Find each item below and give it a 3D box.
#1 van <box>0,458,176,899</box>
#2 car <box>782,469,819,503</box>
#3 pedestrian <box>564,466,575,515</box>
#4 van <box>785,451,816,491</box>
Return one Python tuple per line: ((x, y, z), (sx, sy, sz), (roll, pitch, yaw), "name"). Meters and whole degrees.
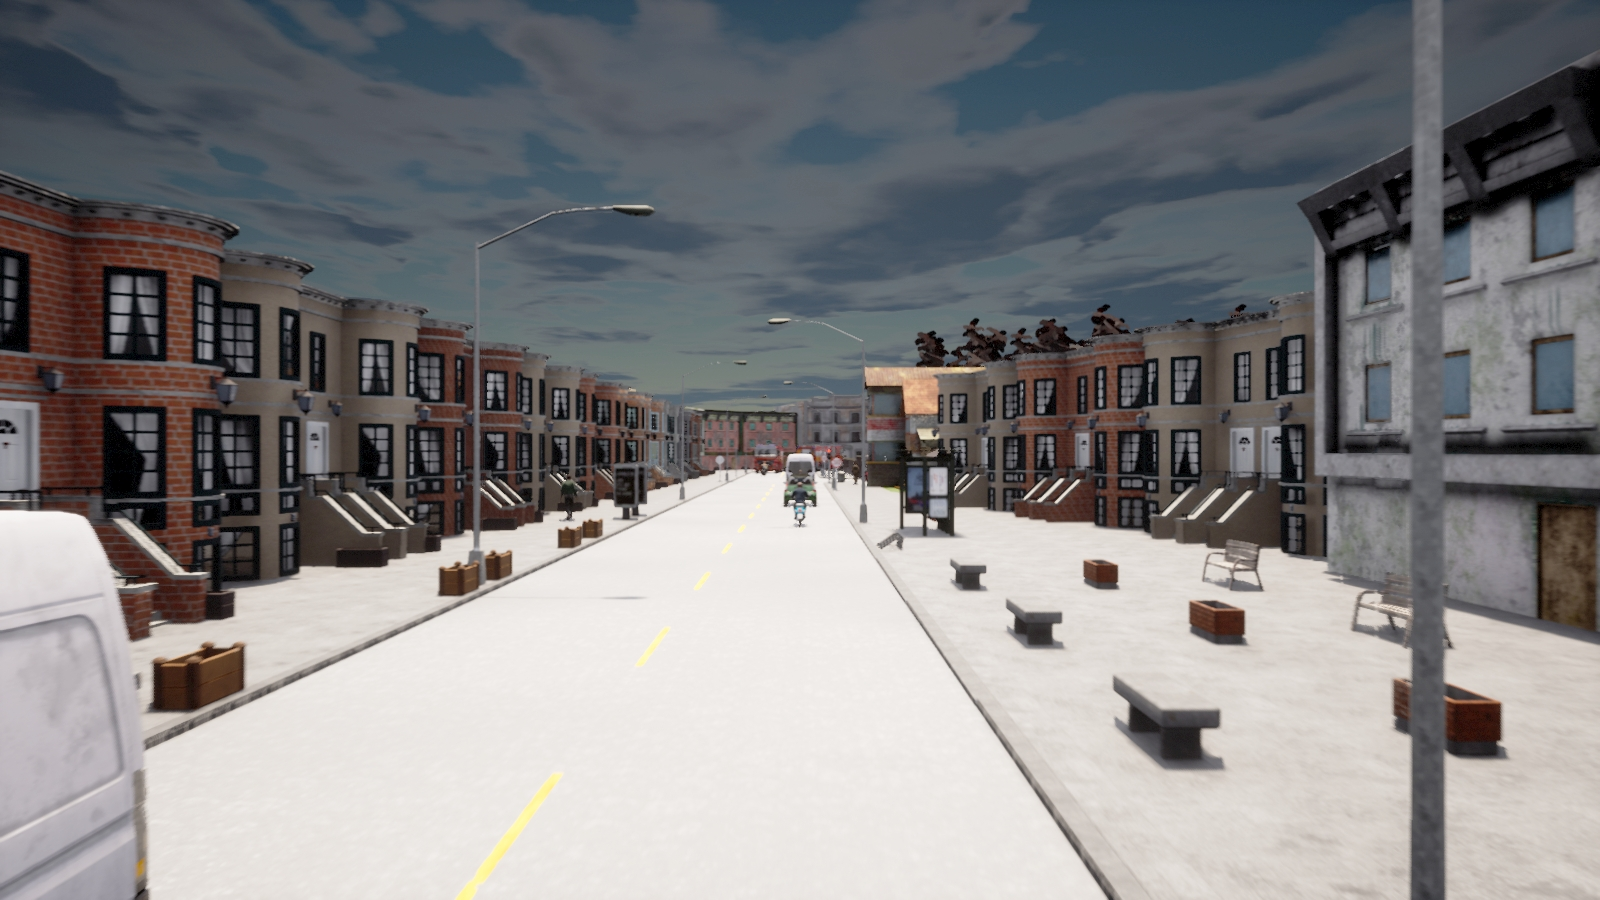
((-4.004, 1.317, 2.562), (1.988, 2.561, 5.915), (0, 0, 0), "van")
((0.009, 1.818, 58.981), (1.851, 1.617, 3.988), (0, 0, 0), "car")
((-8.907, 1.554, 44.132), (0.375, 1.860, 0.375), (0, 0, -6), "pedestrian")
((0.015, 1.364, 76.965), (1.988, 2.561, 5.915), (0, 0, 0), "van")
